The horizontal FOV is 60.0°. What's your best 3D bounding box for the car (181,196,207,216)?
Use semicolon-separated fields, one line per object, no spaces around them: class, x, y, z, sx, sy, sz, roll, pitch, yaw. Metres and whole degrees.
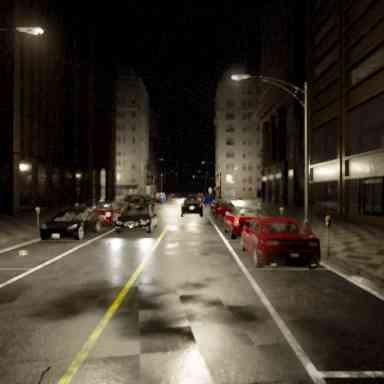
car;0.021;1.394;30.631;2.163;1.488;4.792;0;0;1

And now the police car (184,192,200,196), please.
police car;-0.020;1.204;58.574;1.930;1.638;5.238;0;0;0

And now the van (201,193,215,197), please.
van;2.659;1.146;50.248;1.690;1.788;3.998;1;0;0

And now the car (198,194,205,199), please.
car;2.639;1.213;94.104;1.802;1.307;4.206;1;0;0

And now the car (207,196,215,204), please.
car;2.664;1.423;33.375;2.008;1.369;4.403;1;0;0

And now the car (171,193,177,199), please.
car;-5.886;1.213;94.092;1.802;1.307;4.206;1;0;0

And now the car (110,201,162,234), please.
car;-3.008;1.457;18.809;1.837;1.490;4.892;0;0;0

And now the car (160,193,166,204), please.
car;-5.871;1.364;55.860;1.802;1.307;4.206;1;0;0

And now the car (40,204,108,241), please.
car;-5.855;1.504;16.490;1.947;1.339;4.313;1;0;0

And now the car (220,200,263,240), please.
car;2.672;1.378;16.501;1.967;1.590;4.097;1;0;0

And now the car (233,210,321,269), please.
car;2.673;1.504;10.876;1.887;1.381;4.507;1;0;0

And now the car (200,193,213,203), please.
car;2.655;1.075;61.497;2.192;1.841;5.009;1;0;0

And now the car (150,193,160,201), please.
car;-5.865;1.267;44.611;1.967;1.590;4.097;1;0;0

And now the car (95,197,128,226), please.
car;-5.856;1.356;22.114;1.967;1.590;4.097;1;0;0

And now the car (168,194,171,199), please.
car;-5.875;1.282;67.109;1.887;1.381;4.507;1;0;0

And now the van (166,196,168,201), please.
van;-5.870;1.101;61.484;1.690;1.788;3.998;1;0;0

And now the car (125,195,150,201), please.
car;-5.859;1.187;33.362;2.192;1.841;5.009;1;0;0

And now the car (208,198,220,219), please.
car;2.666;1.439;27.750;1.887;1.381;4.507;1;0;0

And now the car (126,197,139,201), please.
car;-5.859;1.420;27.569;1.752;1.417;4.829;1;0;0
